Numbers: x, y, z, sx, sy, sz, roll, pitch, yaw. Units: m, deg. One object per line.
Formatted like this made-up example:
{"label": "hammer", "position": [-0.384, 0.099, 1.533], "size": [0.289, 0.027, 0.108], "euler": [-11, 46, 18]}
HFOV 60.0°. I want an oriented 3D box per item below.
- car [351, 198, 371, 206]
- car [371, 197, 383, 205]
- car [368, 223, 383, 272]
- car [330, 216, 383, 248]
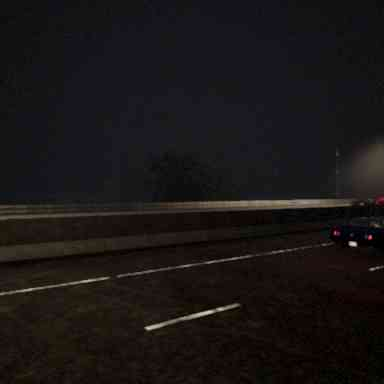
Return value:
{"label": "car", "position": [24.589, 1.640, 47.296], "size": [4.892, 1.490, 1.837], "euler": [1, -1, -35]}
{"label": "car", "position": [26.892, 1.358, 44.642], "size": [5.566, 2.045, 2.150], "euler": [1, 0, -35]}
{"label": "car", "position": [7.193, 1.582, 8.919], "size": [5.357, 1.411, 2.033], "euler": [0, 0, -35]}
{"label": "car", "position": [7.796, 1.645, 13.629], "size": [4.718, 1.301, 1.895], "euler": [0, 0, -35]}
